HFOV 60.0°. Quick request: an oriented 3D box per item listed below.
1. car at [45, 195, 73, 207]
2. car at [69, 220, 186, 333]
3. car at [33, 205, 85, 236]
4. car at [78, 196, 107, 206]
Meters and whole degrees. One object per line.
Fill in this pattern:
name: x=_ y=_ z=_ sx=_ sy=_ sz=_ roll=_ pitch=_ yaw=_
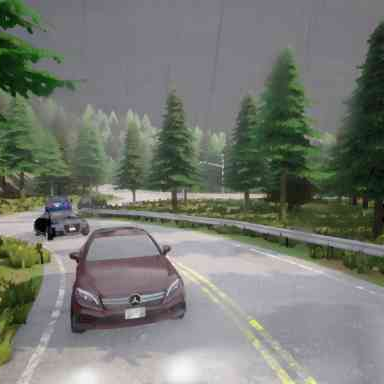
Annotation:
car: x=-12.872 y=1.326 z=32.237 sx=2.150 sy=2.045 sz=5.566 roll=-1 pitch=0 yaw=-18
car: x=-1.524 y=1.523 z=7.095 sx=1.812 sy=1.442 sz=4.674 roll=-2 pitch=0 yaw=-17
car: x=-7.076 y=1.663 z=17.842 sx=1.994 sy=1.385 sz=4.181 roll=-4 pitch=2 yaw=-38
car: x=-12.731 y=1.289 z=42.827 sx=2.097 sy=1.767 sz=4.553 roll=2 pitch=2 yaw=13
